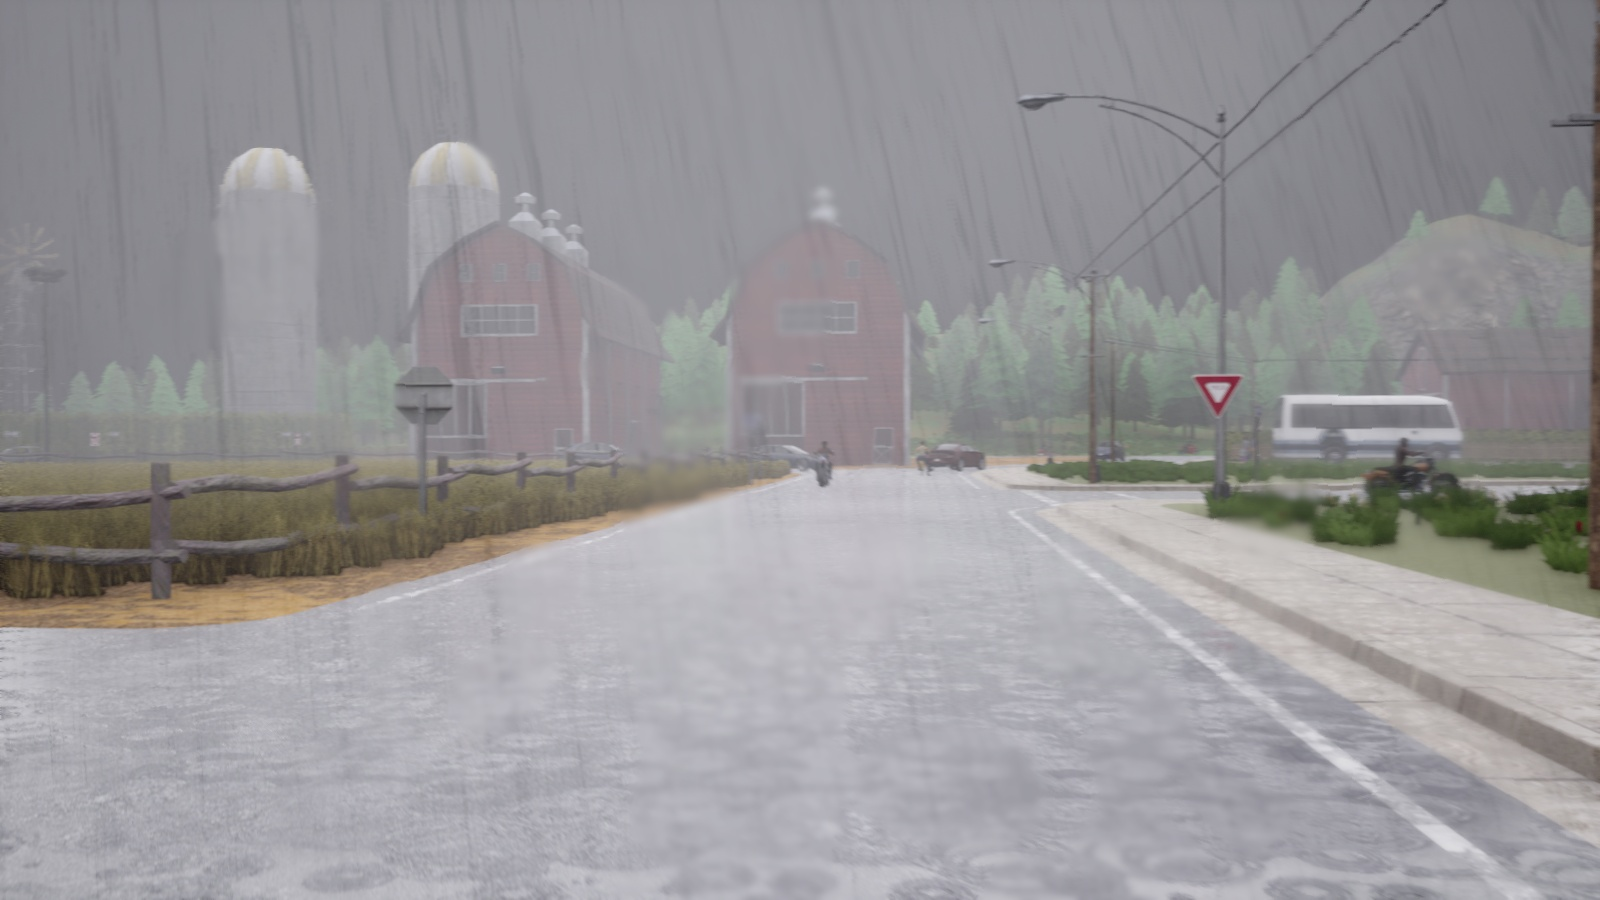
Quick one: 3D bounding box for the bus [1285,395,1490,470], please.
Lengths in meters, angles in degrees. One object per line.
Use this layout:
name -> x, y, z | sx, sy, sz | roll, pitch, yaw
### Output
bus -> 34.435, -1.043, 74.140 | 10.273, 4.253, 3.944 | 0, 0, 11

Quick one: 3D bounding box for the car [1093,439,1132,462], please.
car -> 23.110, 0.023, 92.813 | 1.851, 1.617, 3.988 | 0, 1, 28

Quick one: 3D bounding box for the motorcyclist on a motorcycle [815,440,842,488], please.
motorcyclist on a motorcycle -> 1.012, 0.474, 43.883 | 0.766, 1.649, 2.350 | 0, 0, 6

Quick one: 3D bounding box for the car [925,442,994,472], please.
car -> 8.685, 0.347, 67.828 | 1.882, 1.535, 5.008 | 0, 1, 30

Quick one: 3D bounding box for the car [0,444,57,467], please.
car -> -50.289, 0.355, 81.182 | 3.806, 1.475, 1.970 | 0, 0, -34

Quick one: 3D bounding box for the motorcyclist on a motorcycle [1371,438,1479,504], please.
motorcyclist on a motorcycle -> 15.906, 0.518, 31.993 | 2.350, 1.649, 0.766 | 0, 0, 4

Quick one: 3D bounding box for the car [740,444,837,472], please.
car -> -0.636, 0.400, 68.366 | 4.792, 1.488, 2.163 | 0, 0, 26

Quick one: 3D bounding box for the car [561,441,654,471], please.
car -> -10.788, 0.331, 70.629 | 4.856, 1.649, 2.033 | 0, 0, 2
